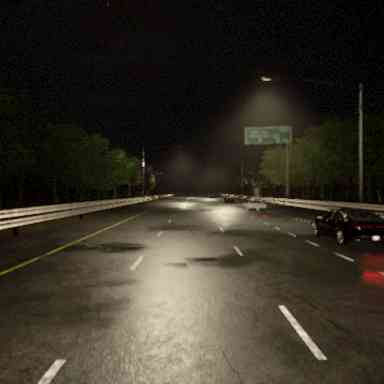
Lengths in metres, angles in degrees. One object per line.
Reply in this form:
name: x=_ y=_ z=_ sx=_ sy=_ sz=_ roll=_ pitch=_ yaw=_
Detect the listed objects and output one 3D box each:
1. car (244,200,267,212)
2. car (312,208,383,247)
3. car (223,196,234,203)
car: x=7.090 y=1.590 z=37.932 sx=1.895 sy=1.301 sz=4.718 roll=0 pitch=0 yaw=0
car: x=7.018 y=1.508 z=15.100 sx=1.837 sy=1.490 sz=4.892 roll=0 pitch=0 yaw=0
car: x=7.200 y=1.459 z=65.342 sx=2.128 sy=1.511 sz=4.902 roll=0 pitch=0 yaw=0
